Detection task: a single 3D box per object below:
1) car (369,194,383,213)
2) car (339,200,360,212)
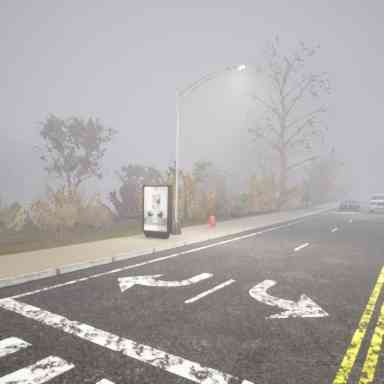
[{"bbox_3d":[21.577,1.263,37.926,2.150,2.045,5.566,0,0,31],"label":"car"},{"bbox_3d":[18.795,1.602,39.607,1.994,1.385,4.181,0,0,31],"label":"car"}]
